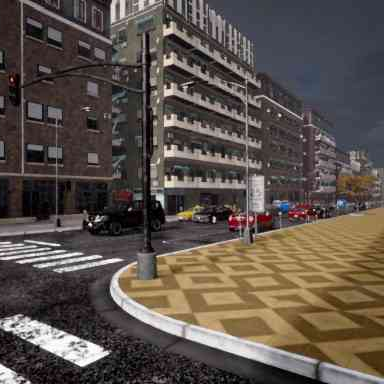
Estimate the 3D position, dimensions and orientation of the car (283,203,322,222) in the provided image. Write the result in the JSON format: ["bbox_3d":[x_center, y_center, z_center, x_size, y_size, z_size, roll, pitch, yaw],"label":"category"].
[{"bbox_3d":[10.546,2.032,31.492,1.887,1.381,4.507,-2,-2,35],"label":"car"}]

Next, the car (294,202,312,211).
[{"bbox_3d":[19.874,2.554,59.415,1.887,1.381,4.507,-2,-2,35],"label":"car"}]

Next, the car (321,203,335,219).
[{"bbox_3d":[13.777,2.141,36.126,1.947,1.339,4.313,-2,-2,35],"label":"car"}]

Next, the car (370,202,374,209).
[{"bbox_3d":[36.388,2.745,68.569,2.008,1.369,4.403,-2,-2,35],"label":"car"}]

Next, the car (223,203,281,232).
[{"bbox_3d":[4.085,1.751,22.225,1.967,1.590,4.097,-2,-2,35],"label":"car"}]

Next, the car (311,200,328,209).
[{"bbox_3d":[26.332,2.501,68.691,2.192,1.841,5.009,-2,-2,35],"label":"car"}]

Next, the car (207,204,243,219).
[{"bbox_3d":[3.626,2.090,36.101,1.752,1.417,4.829,-2,-2,35],"label":"car"}]

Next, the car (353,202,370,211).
[{"bbox_3d":[29.927,2.583,59.300,1.947,1.339,4.313,-2,-2,35],"label":"car"}]

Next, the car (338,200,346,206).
[{"bbox_3d":[39.156,2.883,87.168,1.690,1.788,3.998,-2,-2,35],"label":"car"}]

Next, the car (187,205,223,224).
[{"bbox_3d":[1.951,1.941,29.203,1.837,1.490,4.892,-1,-1,35],"label":"car"}]

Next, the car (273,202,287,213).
[{"bbox_3d":[9.084,2.178,39.414,2.033,1.411,5.357,-1,-1,35],"label":"car"}]

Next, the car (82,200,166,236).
[{"bbox_3d":[-3.999,1.496,20.657,2.150,2.045,5.566,-1,-1,37],"label":"car"}]

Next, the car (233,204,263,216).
[{"bbox_3d":[6.954,2.222,40.875,1.947,1.339,4.313,-2,-2,35],"label":"car"}]

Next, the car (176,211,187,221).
[{"bbox_3d":[0.396,2.002,31.467,1.752,1.417,4.829,-2,-2,35],"label":"car"}]

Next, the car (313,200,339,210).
[{"bbox_3d":[19.741,2.367,49.138,2.033,1.411,5.357,-1,-1,35],"label":"car"}]

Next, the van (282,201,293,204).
[{"bbox_3d":[13.411,2.174,50.151,1.690,1.788,3.998,-2,-2,35],"label":"van"}]
